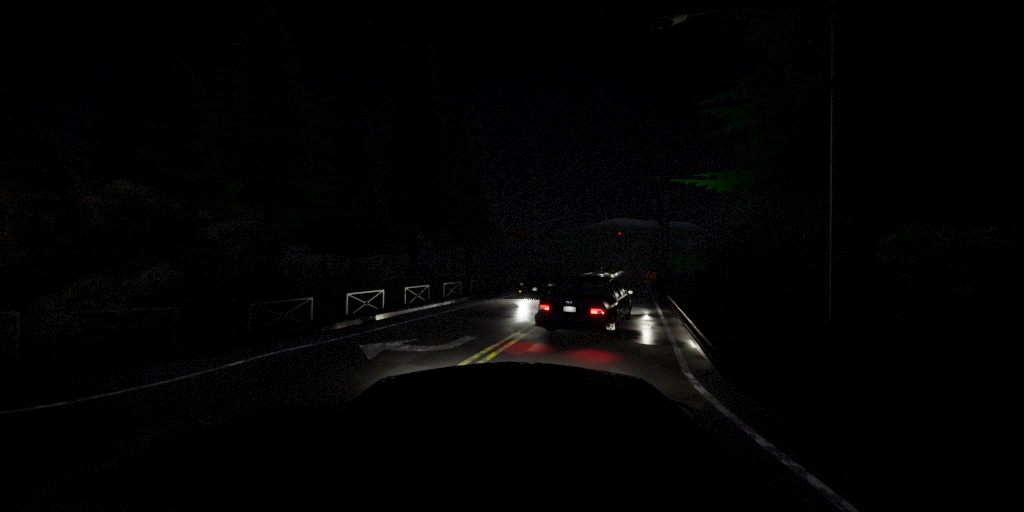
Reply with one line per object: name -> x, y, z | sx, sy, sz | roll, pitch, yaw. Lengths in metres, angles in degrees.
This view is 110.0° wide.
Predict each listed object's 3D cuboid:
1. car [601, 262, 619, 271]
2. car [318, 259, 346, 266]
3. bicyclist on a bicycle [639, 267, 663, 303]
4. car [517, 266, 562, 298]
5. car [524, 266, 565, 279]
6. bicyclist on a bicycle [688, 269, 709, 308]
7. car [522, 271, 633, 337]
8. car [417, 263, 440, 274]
car -> 15.578, 1.989, 57.916 | 2.097, 1.767, 4.553 | 1, -1, 20
car -> -25.381, 1.294, 52.319 | 4.553, 1.767, 2.097 | 1, -1, 25
bicyclist on a bicycle -> 6.417, 1.351, 16.487 | 1.656, 1.620, 0.582 | 1, -1, -31
car -> 1.719, 1.401, 18.589 | 1.994, 1.385, 4.181 | 1, -1, 20
car -> 3.748, 1.873, 41.000 | 4.181, 1.385, 1.994 | -1, -2, 29
bicyclist on a bicycle -> 7.863, 1.363, 15.105 | 1.656, 1.620, 0.582 | 1, -1, -34
car -> 2.296, 1.283, 10.277 | 2.033, 1.411, 5.357 | 1, -1, 24
car -> -12.189, 1.671, 47.146 | 5.357, 1.411, 2.033 | 1, -1, 20
